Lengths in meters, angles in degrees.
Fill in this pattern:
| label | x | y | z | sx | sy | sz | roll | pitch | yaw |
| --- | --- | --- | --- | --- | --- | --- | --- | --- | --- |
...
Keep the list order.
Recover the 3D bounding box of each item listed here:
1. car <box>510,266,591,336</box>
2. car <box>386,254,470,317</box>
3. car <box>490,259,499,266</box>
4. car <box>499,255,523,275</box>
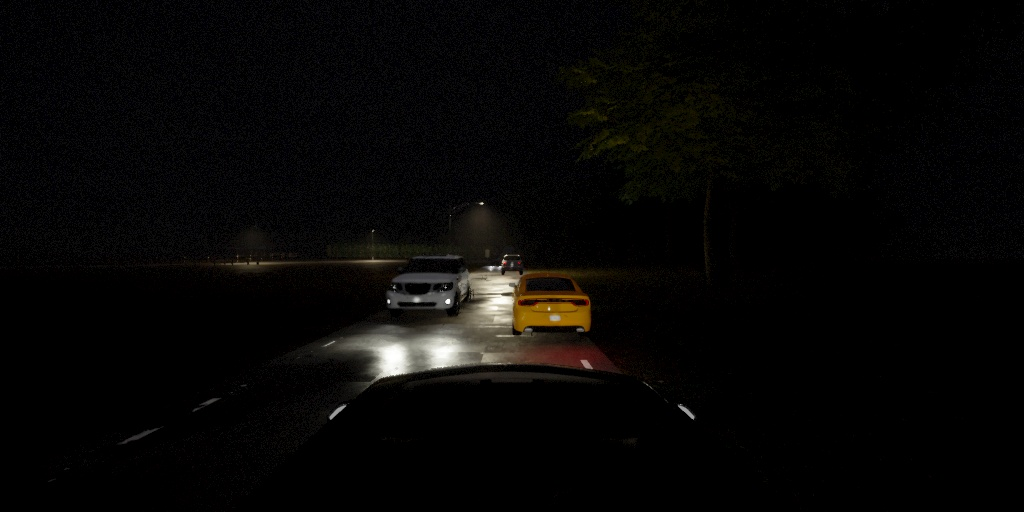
| label | x | y | z | sx | sy | sz | roll | pitch | yaw |
| --- | --- | --- | --- | --- | --- | --- | --- | --- | --- |
| car | 0.949 | 1.218 | 10.408 | 1.882 | 1.535 | 5.008 | 0 | 0 | 0 |
| car | -2.869 | 0.957 | 13.540 | 2.150 | 2.045 | 5.566 | 0 | 0 | 0 |
| car | -2.848 | 1.116 | 63.240 | 1.895 | 1.301 | 4.718 | 0 | 0 | 0 |
| car | 0.014 | 0.895 | 37.980 | 2.150 | 2.045 | 5.566 | 0 | 0 | 0 |
